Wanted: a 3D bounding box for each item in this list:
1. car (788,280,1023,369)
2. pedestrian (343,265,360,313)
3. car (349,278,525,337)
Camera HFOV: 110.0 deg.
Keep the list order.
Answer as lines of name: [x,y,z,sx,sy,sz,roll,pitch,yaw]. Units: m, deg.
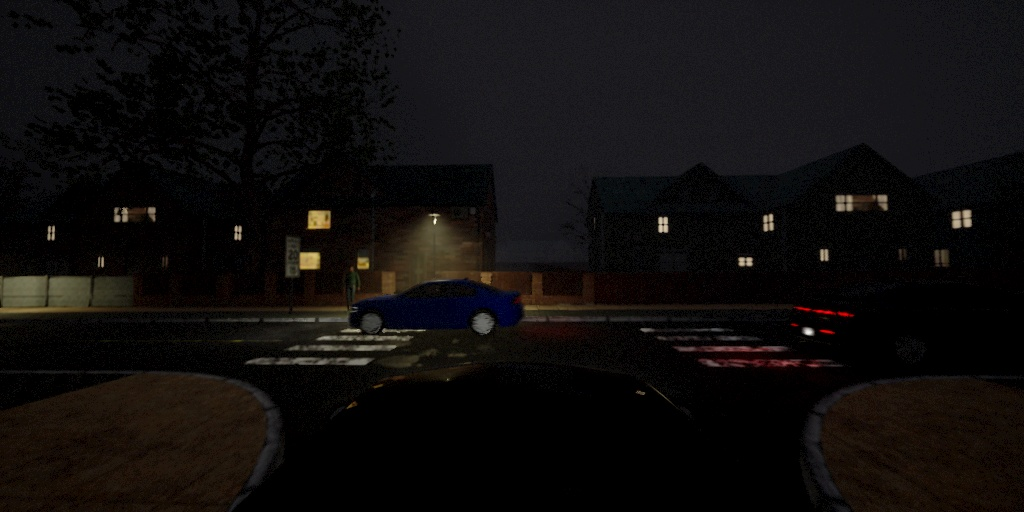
car: [8.284,1.222,6.999,4.892,1.490,1.837,-1,-2,3]
pedestrian: [-6.149,1.234,13.640,0.375,1.860,0.375,0,-1,3]
car: [-2.143,1.421,10.501,5.008,1.535,1.882,-1,-2,3]
